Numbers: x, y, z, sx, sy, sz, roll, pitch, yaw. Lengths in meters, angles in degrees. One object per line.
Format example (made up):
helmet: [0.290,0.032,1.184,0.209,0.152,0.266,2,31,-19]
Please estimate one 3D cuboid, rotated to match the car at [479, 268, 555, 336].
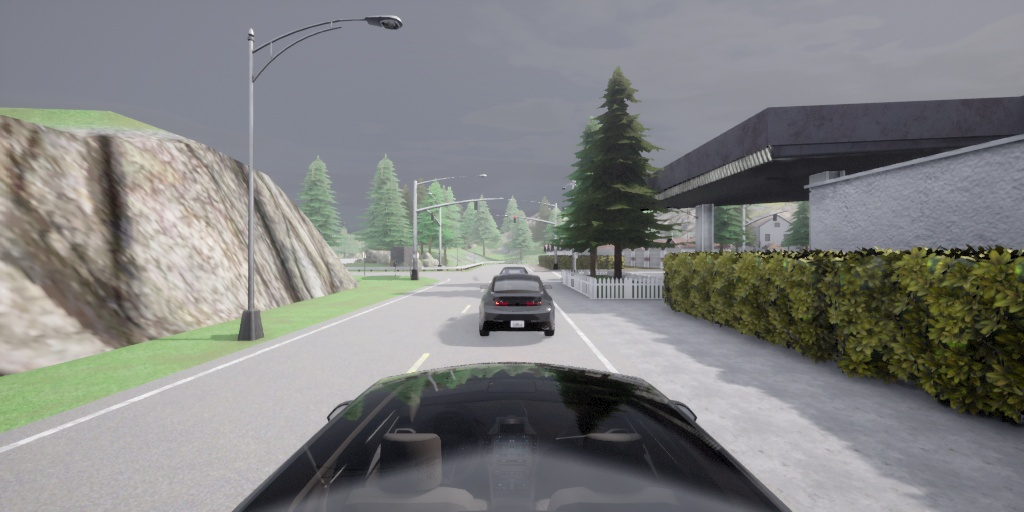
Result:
car: [0.123,1.255,10.334,1.837,1.490,4.892,0,0,0]
